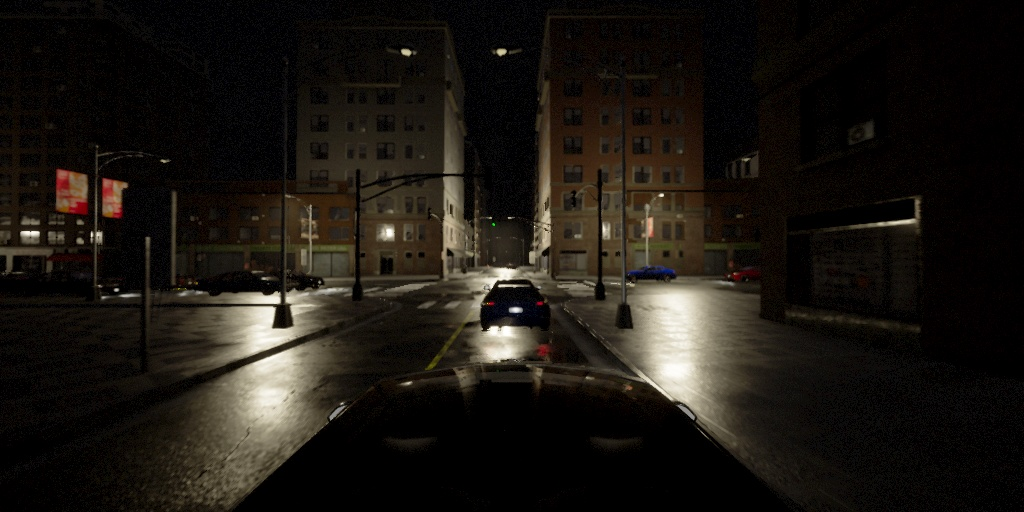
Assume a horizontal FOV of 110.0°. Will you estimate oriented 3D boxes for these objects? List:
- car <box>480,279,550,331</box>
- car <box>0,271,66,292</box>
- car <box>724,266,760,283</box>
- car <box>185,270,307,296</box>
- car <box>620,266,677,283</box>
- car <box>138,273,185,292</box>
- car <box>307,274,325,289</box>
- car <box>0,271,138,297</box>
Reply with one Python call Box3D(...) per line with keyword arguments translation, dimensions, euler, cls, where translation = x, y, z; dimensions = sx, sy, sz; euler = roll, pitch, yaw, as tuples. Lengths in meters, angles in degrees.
Box3D(translation=(0.045, 1.430, 11.525), dimensions=(1.994, 1.385, 4.181), euler=(0, -1, -2), cls="car")
Box3D(translation=(-33.729, 1.734, 24.249), dimensions=(4.718, 1.301, 1.895), euler=(0, -1, 0), cls="car")
Box3D(translation=(20.883, 1.574, 31.232), dimensions=(4.181, 1.385, 1.994), euler=(0, -1, 0), cls="car")
Box3D(translation=(-15.469, 1.578, 21.092), dimensions=(5.357, 1.411, 2.033), euler=(0, -1, 0), cls="car")
Box3D(translation=(11.843, 1.566, 31.188), dimensions=(4.674, 1.442, 1.812), euler=(0, -1, 0), cls="car")
Box3D(translation=(-23.838, 1.664, 24.293), dimensions=(4.181, 1.385, 1.994), euler=(0, -1, -1), cls="car")
Box3D(translation=(-15.057, 1.631, 24.342), dimensions=(4.181, 1.385, 1.994), euler=(0, -1, 0), cls="car")
Box3D(translation=(-25.848, 1.617, 21.038), dimensions=(5.357, 1.411, 2.033), euler=(0, -1, 0), cls="car")
